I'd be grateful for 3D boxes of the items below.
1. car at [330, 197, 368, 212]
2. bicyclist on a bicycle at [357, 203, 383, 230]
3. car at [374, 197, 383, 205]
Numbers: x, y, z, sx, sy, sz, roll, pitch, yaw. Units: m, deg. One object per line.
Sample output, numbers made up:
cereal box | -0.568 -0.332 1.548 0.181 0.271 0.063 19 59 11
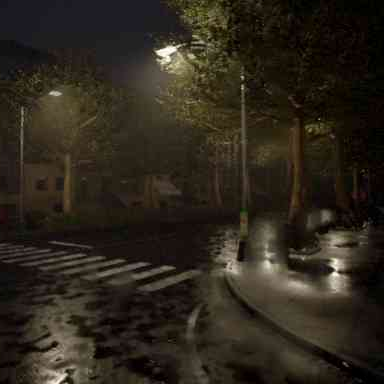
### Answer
car | 21.569 1.762 45.580 5.566 2.045 2.150 1 -1 -23
bicyclist on a bicycle | 11.187 1.546 20.885 1.656 1.620 0.582 -1 -1 33
car | 46.399 2.191 82.970 2.435 2.045 5.566 -1 -1 33
